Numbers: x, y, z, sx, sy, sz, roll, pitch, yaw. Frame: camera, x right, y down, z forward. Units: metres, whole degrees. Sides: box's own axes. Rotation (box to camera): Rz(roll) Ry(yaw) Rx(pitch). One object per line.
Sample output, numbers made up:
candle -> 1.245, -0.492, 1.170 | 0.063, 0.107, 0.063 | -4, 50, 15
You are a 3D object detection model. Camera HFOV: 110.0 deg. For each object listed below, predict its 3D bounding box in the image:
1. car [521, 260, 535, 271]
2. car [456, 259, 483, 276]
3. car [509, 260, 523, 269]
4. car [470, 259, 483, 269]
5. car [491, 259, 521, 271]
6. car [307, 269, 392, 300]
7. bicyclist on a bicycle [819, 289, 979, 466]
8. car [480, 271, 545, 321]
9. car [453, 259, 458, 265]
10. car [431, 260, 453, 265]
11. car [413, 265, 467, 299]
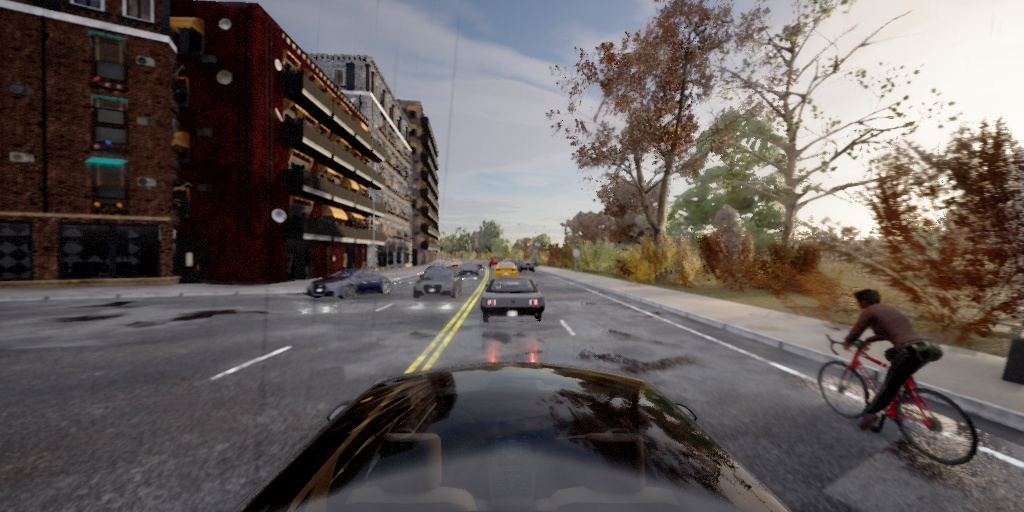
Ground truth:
car -> 1.813, 1.305, 46.368 | 1.837, 1.490, 4.892 | 0, 0, -4
car -> -4.348, 1.345, 37.410 | 2.033, 1.411, 5.357 | 0, 0, -3
car -> 0.664, 1.410, 60.898 | 1.895, 1.301, 4.718 | 0, 0, -5
car -> -5.685, 1.292, 57.918 | 1.882, 1.535, 5.008 | 0, 0, -4
car -> -0.569, 1.265, 30.463 | 1.882, 1.535, 5.008 | 0, 0, -2
car -> -7.910, 1.335, 17.860 | 1.994, 1.385, 4.181 | 1, 0, 20
bicyclist on a bicycle -> 4.119, 1.204, 3.993 | 0.582, 1.620, 1.656 | 0, 0, 0
car -> -0.018, 1.366, 12.516 | 1.895, 1.301, 4.718 | 0, 0, -1
car -> -8.922, 1.296, 57.627 | 1.882, 1.535, 5.008 | 0, 0, -4
car -> -7.574, 1.364, 36.787 | 1.994, 1.385, 4.181 | 0, 0, -3
car -> -3.595, 1.339, 18.000 | 1.994, 1.385, 4.181 | 0, 0, -2
